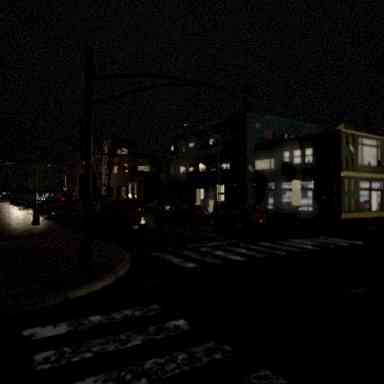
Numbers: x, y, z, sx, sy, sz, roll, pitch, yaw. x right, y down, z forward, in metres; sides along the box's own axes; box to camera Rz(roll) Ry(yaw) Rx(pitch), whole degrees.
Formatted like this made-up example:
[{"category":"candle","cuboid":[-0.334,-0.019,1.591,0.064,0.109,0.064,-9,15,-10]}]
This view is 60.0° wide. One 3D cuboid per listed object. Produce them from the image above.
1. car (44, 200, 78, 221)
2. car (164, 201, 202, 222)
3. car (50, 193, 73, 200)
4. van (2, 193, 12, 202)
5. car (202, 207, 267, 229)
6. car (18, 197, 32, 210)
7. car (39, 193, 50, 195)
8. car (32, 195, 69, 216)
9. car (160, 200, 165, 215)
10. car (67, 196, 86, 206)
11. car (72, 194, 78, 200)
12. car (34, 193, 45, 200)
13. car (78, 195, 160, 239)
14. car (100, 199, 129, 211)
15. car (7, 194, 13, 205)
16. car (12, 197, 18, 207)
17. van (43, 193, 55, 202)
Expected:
[{"category":"car","cuboid":[-10.222,1.523,26.593,1.802,1.307,4.206,2,-1,-34]},{"category":"car","cuboid":[-0.173,1.645,26.704,1.802,1.307,4.206,2,-1,-34]},{"category":"car","cuboid":[-19.252,1.133,50.214,2.150,2.045,5.566,1,0,-34]},{"category":"van","cuboid":[-35.118,1.086,63.321,1.690,1.788,3.998,2,-1,-34]},{"category":"car","cuboid":[2.940,1.627,22.115,1.887,1.381,4.507,2,-1,-34]},{"category":"car","cuboid":[-19.560,1.458,40.363,1.802,1.307,4.206,2,-1,-34]},{"category":"car","cuboid":[-25.071,1.410,58.788,2.033,1.411,5.357,1,0,-34]},{"category":"car","cuboid":[-13.331,1.361,31.185,1.967,1.590,4.097,2,-1,-34]},{"category":"car","cuboid":[-3.284,1.484,31.298,1.967,1.590,4.097,2,-1,-34]},{"category":"car","cuboid":[-18.945,1.454,54.392,1.752,1.417,4.829,2,-1,-34]},{"category":"car","cuboid":[-15.732,1.269,49.663,2.192,1.841,5.009,2,-1,-34]},{"category":"car","cuboid":[-37.523,1.198,81.795,1.967,1.590,4.097,2,-1,-34]},{"category":"car","cuboid":[-3.990,1.296,17.415,2.192,1.841,5.009,2,-1,-34]},{"category":"car","cuboid":[-9.511,1.552,40.478,2.008,1.369,4.403,2,-1,-34]},{"category":"car","cuboid":[-25.785,1.372,49.547,1.887,1.381,4.507,2,-1,-34]},{"category":"car","cuboid":[-22.673,1.434,44.956,1.802,1.307,4.206,2,-1,-34]},{"category":"van","cuboid":[-31.296,1.159,72.616,1.690,1.788,3.998,2,-1,-34]}]
